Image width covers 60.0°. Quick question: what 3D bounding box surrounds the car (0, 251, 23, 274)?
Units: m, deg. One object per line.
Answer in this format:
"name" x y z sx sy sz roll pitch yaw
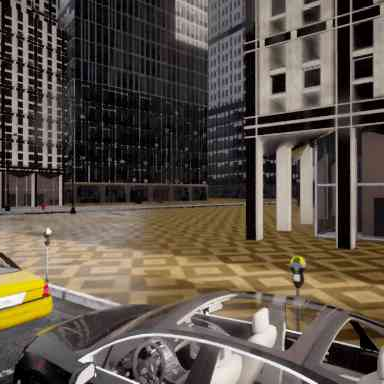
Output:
"car" -4.498 1.525 6.087 4.829 1.417 1.752 0 0 36

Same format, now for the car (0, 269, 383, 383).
"car" 0.256 1.551 2.694 4.403 1.369 2.008 0 0 36
